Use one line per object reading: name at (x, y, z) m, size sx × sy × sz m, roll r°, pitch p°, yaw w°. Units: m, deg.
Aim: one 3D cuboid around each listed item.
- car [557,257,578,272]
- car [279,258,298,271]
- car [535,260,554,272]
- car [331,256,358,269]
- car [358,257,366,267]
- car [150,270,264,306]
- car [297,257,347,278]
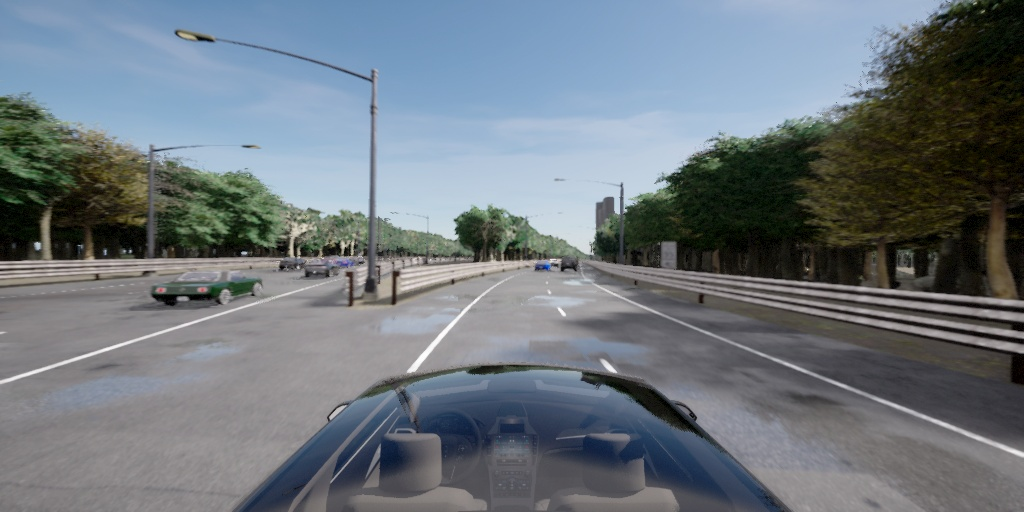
car at (7.835, 1.132, 49.555) m, size 2.150 × 2.045 × 5.566 m, roll 1°, pitch 0°, yaw 11°
car at (-25.509, 0.950, 42.108) m, size 1.837 × 1.490 × 4.892 m, roll 1°, pitch -1°, yaw -11°
car at (4.270, 1.345, 49.540) m, size 1.882 × 1.535 × 5.008 m, roll 1°, pitch 0°, yaw 11°
car at (-23.500, 1.011, 50.413) m, size 1.812 × 1.442 × 4.674 m, roll 1°, pitch 0°, yaw -10°
car at (-24.768, 0.968, 57.159) m, size 2.128 × 1.511 × 4.902 m, roll 1°, pitch 0°, yaw -9°
car at (-12.106, 1.217, 14.731) m, size 1.895 × 1.301 × 4.718 m, roll 1°, pitch 0°, yaw -15°
car at (-15.989, 1.066, 30.482) m, size 2.128 × 1.511 × 4.902 m, roll 1°, pitch 0°, yaw -13°
